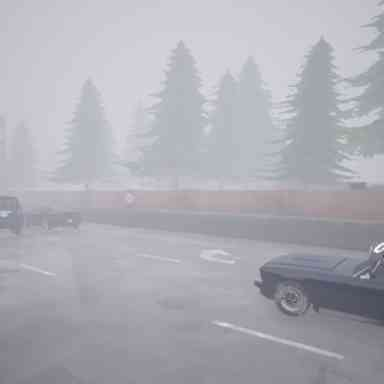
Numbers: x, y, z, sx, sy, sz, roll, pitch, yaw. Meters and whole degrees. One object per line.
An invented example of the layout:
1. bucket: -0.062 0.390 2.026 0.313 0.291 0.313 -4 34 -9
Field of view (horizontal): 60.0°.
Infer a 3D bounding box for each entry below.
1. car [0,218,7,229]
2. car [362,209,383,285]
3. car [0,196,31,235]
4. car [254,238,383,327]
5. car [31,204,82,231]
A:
1. car: -8.122 1.537 10.586 5.357 1.411 2.033 0 0 41
2. car: 6.729 1.381 7.887 4.553 1.767 2.097 0 0 35
3. car: -11.039 1.211 17.923 5.566 2.045 2.150 0 0 42
4. car: 3.550 1.619 5.821 4.718 1.301 1.895 0 0 36
5. car: -8.769 1.477 20.610 5.008 1.535 1.882 0 0 42
